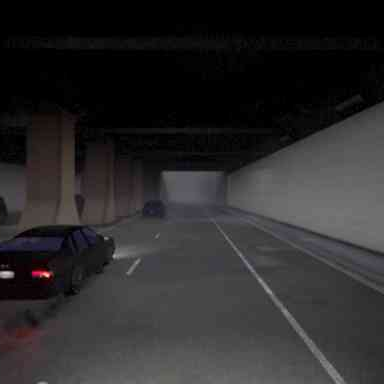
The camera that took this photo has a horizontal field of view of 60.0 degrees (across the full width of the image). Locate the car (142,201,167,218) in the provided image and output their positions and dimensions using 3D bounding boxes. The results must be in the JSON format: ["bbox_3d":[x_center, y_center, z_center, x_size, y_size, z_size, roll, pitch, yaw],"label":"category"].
[{"bbox_3d":[-3.454,1.535,31.137,1.882,1.535,5.008,0,0,0],"label":"car"}]

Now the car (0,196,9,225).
[{"bbox_3d":[-14.137,1.276,21.452,2.150,2.045,5.566,0,0,0],"label":"car"}]

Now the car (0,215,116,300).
[{"bbox_3d":[-3.418,1.566,8.607,2.033,1.411,5.357,0,0,0],"label":"car"}]

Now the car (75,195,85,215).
[{"bbox_3d":[-10.647,1.281,27.912,2.150,2.045,5.566,0,0,0],"label":"car"}]
